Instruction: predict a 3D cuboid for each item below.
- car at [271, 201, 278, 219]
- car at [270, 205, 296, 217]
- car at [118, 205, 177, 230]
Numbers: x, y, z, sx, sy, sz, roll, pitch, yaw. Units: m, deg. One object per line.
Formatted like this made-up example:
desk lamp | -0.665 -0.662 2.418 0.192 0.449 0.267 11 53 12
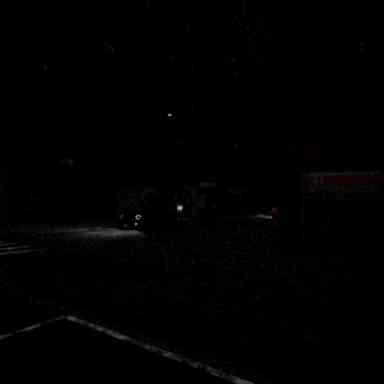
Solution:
car | 11.127 2.101 38.657 2.150 2.045 5.566 0 -1 36
car | 12.476 2.544 45.482 1.837 1.490 4.892 0 -2 36
car | -3.104 1.713 23.918 2.097 1.767 4.553 0 -2 36
